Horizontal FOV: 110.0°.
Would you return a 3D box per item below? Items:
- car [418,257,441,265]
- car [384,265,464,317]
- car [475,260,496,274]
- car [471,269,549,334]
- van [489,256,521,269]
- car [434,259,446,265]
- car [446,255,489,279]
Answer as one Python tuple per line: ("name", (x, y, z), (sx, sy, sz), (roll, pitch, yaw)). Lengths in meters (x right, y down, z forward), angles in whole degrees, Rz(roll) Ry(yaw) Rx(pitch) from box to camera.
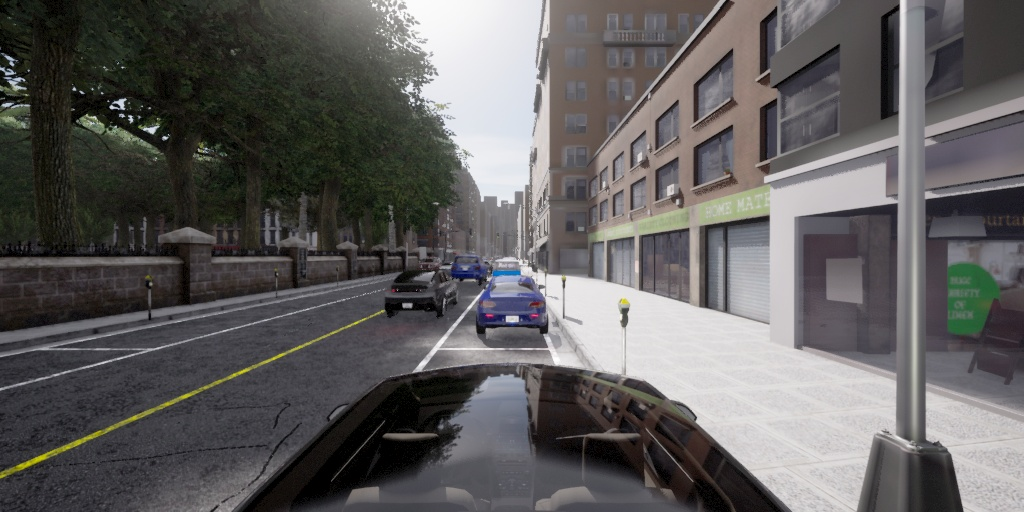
("car", (-8.796, 1.040, 38.793), (2.192, 1.841, 5.009), (0, 0, 0))
("car", (-3.141, 1.250, 13.194), (1.837, 1.490, 4.892), (0, 0, 0))
("car", (-3.046, 1.212, 42.137), (2.128, 1.511, 4.902), (0, 0, 0))
("car", (0.008, 1.273, 10.498), (1.812, 1.442, 4.674), (0, 0, 0))
("van", (-0.279, 1.082, 21.847), (1.690, 1.789, 3.998), (0, 0, 0))
("car", (-6.217, 1.254, 35.986), (1.812, 1.442, 4.674), (0, 0, 0))
("car", (-3.055, 0.958, 26.240), (2.150, 2.045, 5.566), (0, 0, 0))
